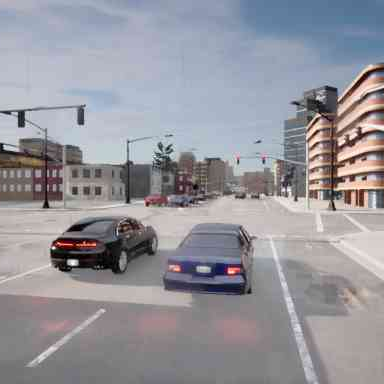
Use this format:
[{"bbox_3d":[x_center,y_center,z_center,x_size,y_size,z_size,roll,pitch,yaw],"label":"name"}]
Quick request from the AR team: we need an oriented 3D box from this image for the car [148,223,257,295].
[{"bbox_3d":[0.705,1.547,8.902,2.033,1.411,5.357,0,0,11],"label":"car"}]

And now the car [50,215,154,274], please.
[{"bbox_3d":[-2.513,1.505,10.645,1.837,1.490,4.892,0,0,11],"label":"car"}]

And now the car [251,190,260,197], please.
[{"bbox_3d":[16.320,0.464,85.594,2.097,1.767,4.553,0,1,11],"label":"car"}]

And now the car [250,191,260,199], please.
[{"bbox_3d":[14.320,0.881,75.389,2.128,1.511,4.902,0,1,11],"label":"car"}]

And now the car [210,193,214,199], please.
[{"bbox_3d":[3.786,0.862,76.232,1.882,1.535,5.008,0,1,11],"label":"car"}]

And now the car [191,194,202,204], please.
[{"bbox_3d":[-0.204,1.235,56.341,2.128,1.511,4.902,0,1,11],"label":"car"}]

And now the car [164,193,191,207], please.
[{"bbox_3d":[-1.961,1.223,47.430,2.097,1.767,4.553,0,1,11],"label":"car"}]

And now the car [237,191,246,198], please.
[{"bbox_3d":[12.964,0.552,86.667,2.097,1.767,4.553,0,1,11],"label":"car"}]

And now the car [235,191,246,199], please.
[{"bbox_3d":[11.072,0.902,77.014,1.994,1.385,4.181,0,1,11],"label":"car"}]

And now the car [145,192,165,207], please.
[{"bbox_3d":[-5.169,1.080,49.305,2.150,2.045,5.566,0,1,11],"label":"car"}]

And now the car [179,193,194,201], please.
[{"bbox_3d":[-1.152,1.073,69.237,2.033,1.411,5.357,0,1,11],"label":"car"}]

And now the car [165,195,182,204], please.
[{"bbox_3d":[-3.270,1.238,58.863,1.812,1.442,4.674,0,1,12],"label":"car"}]

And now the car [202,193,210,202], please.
[{"bbox_3d":[1.747,1.119,65.991,2.033,1.411,5.357,0,1,12],"label":"car"}]
